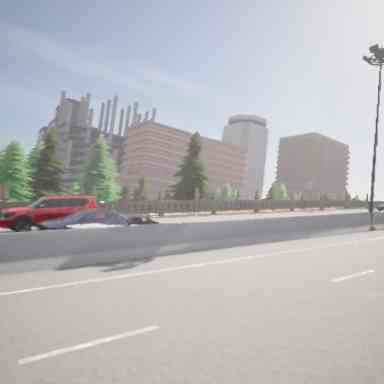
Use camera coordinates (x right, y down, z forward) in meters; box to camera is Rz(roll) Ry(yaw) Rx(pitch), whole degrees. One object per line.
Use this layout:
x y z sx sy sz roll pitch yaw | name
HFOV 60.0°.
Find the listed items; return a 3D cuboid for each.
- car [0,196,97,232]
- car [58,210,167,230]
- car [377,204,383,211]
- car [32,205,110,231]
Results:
-8.214 1.257 19.630 5.566 2.045 2.150 0 0 -36 | car
-3.098 1.649 14.682 4.718 1.301 1.895 1 0 -36 | car
27.021 1.959 44.728 5.357 1.411 2.033 1 -1 -35 | car
-5.186 1.595 17.491 5.357 1.411 2.033 1 0 -36 | car
